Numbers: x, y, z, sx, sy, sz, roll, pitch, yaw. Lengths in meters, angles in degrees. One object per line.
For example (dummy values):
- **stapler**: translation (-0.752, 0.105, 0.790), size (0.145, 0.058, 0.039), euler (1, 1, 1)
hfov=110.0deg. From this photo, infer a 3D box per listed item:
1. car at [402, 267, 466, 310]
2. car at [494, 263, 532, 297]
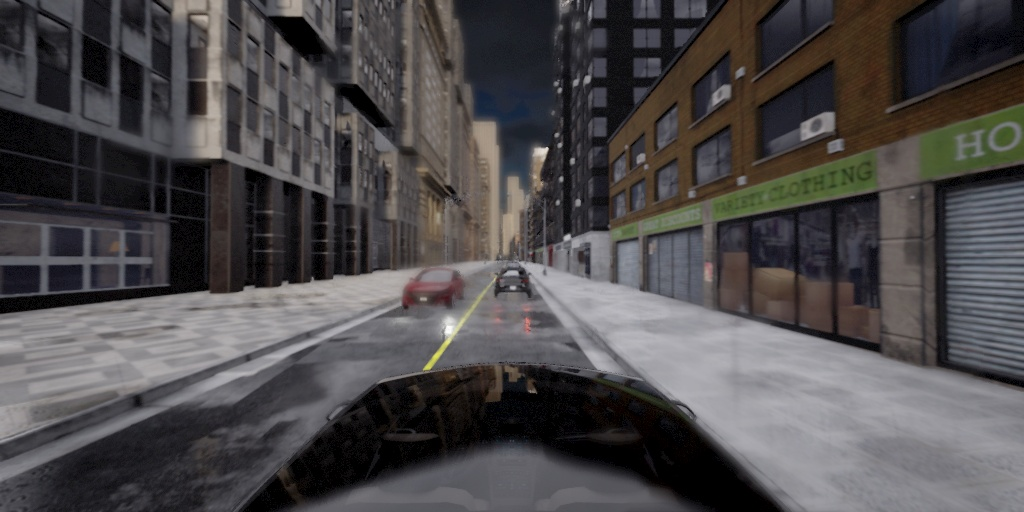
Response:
- **car**: translation (-3.092, 1.239, 15.048), size (1.882, 1.535, 5.008), euler (0, 0, 0)
- **car**: translation (0.062, 1.289, 18.798), size (1.812, 1.442, 4.674), euler (0, 0, 0)
